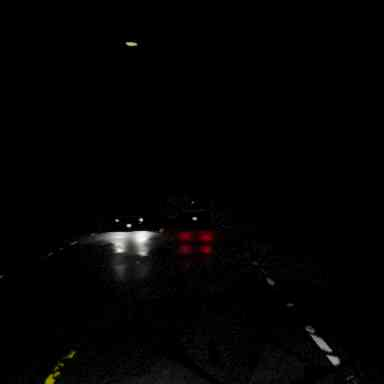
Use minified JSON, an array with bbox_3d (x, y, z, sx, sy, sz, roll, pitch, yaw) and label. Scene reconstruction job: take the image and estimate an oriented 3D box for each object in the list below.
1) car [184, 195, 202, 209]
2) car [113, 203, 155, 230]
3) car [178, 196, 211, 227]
[{"bbox_3d":[0.094,1.132,39.234,1.994,1.385,4.181,-2,1,0],"label":"car"},{"bbox_3d":[-3.429,1.410,20.650,2.033,1.411,5.357,-2,1,0],"label":"car"},{"bbox_3d":[0.153,1.232,20.915,2.128,1.511,4.902,-2,1,0],"label":"car"}]
